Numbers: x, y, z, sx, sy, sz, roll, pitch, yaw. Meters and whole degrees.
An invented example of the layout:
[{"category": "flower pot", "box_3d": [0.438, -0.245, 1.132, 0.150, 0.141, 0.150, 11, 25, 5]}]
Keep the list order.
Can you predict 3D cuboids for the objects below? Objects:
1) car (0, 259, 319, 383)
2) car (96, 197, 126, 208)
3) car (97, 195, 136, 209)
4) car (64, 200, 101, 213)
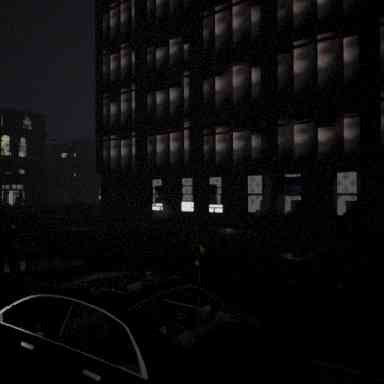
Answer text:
[{"category": "car", "box_3d": [-0.982, 1.551, 3.579, 4.403, 1.369, 2.008, 0, 0, 35]}, {"category": "car", "box_3d": [-12.407, 1.641, 51.201, 1.967, 1.590, 4.097, -1, -1, 36]}, {"category": "car", "box_3d": [-10.977, 1.402, 48.762, 2.150, 2.045, 5.566, 0, 0, 36]}, {"category": "car", "box_3d": [-12.191, 1.682, 37.295, 1.802, 1.307, 4.206, -1, -1, 36]}]
